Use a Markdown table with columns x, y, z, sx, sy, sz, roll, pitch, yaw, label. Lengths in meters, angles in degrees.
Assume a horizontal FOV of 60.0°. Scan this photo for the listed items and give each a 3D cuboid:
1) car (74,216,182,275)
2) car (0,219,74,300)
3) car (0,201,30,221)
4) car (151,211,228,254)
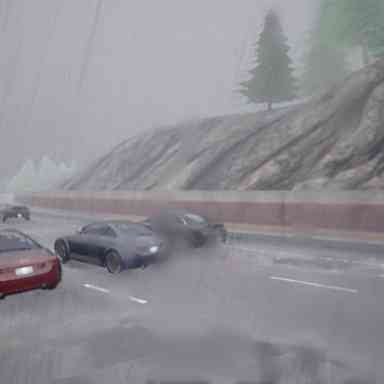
| x | y | z | sx | sy | sz | roll | pitch | yaw | label |
| --- | --- | --- | --- | --- | --- | --- | --- | --- | --- |
| -2.619 | 1.580 | 10.632 | 4.181 | 1.385 | 1.994 | 0 | 0 | 39 | car |
| -4.959 | 1.569 | 8.027 | 4.181 | 1.385 | 1.994 | 0 | 0 | 39 | car |
| -14.651 | 1.524 | 26.906 | 1.837 | 1.490 | 4.892 | 0 | 0 | -42 | car |
| -0.858 | 1.532 | 13.697 | 4.892 | 1.490 | 1.837 | 0 | 0 | 39 | car |
